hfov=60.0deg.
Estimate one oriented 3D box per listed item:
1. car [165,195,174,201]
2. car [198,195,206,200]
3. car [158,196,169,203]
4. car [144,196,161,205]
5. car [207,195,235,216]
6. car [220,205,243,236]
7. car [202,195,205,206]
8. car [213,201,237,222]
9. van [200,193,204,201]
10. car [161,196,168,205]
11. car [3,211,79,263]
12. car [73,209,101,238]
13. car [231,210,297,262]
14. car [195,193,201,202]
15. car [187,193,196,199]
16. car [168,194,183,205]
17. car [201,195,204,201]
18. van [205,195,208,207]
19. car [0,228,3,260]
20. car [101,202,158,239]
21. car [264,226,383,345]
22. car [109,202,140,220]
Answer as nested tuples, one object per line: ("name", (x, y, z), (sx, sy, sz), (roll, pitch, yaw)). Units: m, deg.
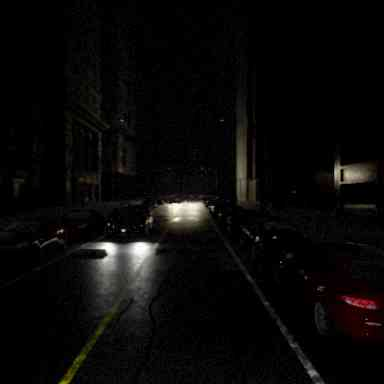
("car", (-5.772, 1.585, 85.139), (1.947, 1.339, 4.313), (0, 0, 0))
("car", (2.752, 1.567, 90.786), (1.887, 1.381, 4.507), (0, 0, 0))
("car", (-5.770, 1.576, 68.230), (1.947, 1.339, 4.313), (0, 0, 0))
("car", (-5.766, 1.566, 45.685), (1.947, 1.339, 4.313), (0, 0, 0))
("car", (2.762, 1.312, 28.783), (2.192, 1.841, 5.009), (0, 0, 0))
("car", (2.763, 1.562, 17.510), (1.947, 1.339, 4.313), (0, 0, 0))
("car", (2.759, 1.550, 45.694), (2.008, 1.369, 4.403), (0, 0, 0))
("car", (2.762, 1.562, 23.146), (1.947, 1.339, 4.313), (0, 0, 0))
("van", (2.758, 1.344, 56.966), (1.690, 1.788, 3.998), (0, 0, 0))
("car", (-5.768, 1.444, 56.958), (1.967, 1.590, 4.097), (0, 0, 0))
("car", (-5.761, 1.579, 11.866), (1.802, 1.307, 4.206), (0, 0, 0))
("car", (-5.762, 1.578, 17.503), (1.802, 1.307, 4.206), (0, 0, 0))
("car", (2.764, 1.547, 11.874), (2.008, 1.369, 4.403), (0, 0, 0))
("car", (2.344, 1.518, 76.583), (1.837, 1.490, 4.892), (0, 0, 0))
("car", (-0.014, 1.474, 95.441), (1.895, 1.301, 4.718), (0, 0, 0))
("car", (-3.059, 1.530, 58.524), (1.812, 1.442, 4.674), (0, 0, 0))
("car", (2.758, 1.526, 51.499), (1.752, 1.417, 4.829), (0, 0, 0))
("van", (2.760, 1.340, 40.057), (1.690, 1.788, 3.998), (0, 0, 0))
("car", (-5.760, 1.438, 6.231), (1.967, 1.590, 4.097), (0, 0, 0))
("car", (-3.103, 1.501, 17.474), (1.837, 1.490, 4.892), (0, 0, 0))
("car", (2.765, 1.580, 6.236), (1.802, 1.307, 4.206), (0, 0, 0))
("car", (-5.764, 1.579, 28.776), (1.802, 1.307, 4.206), (0, 0, 0))
